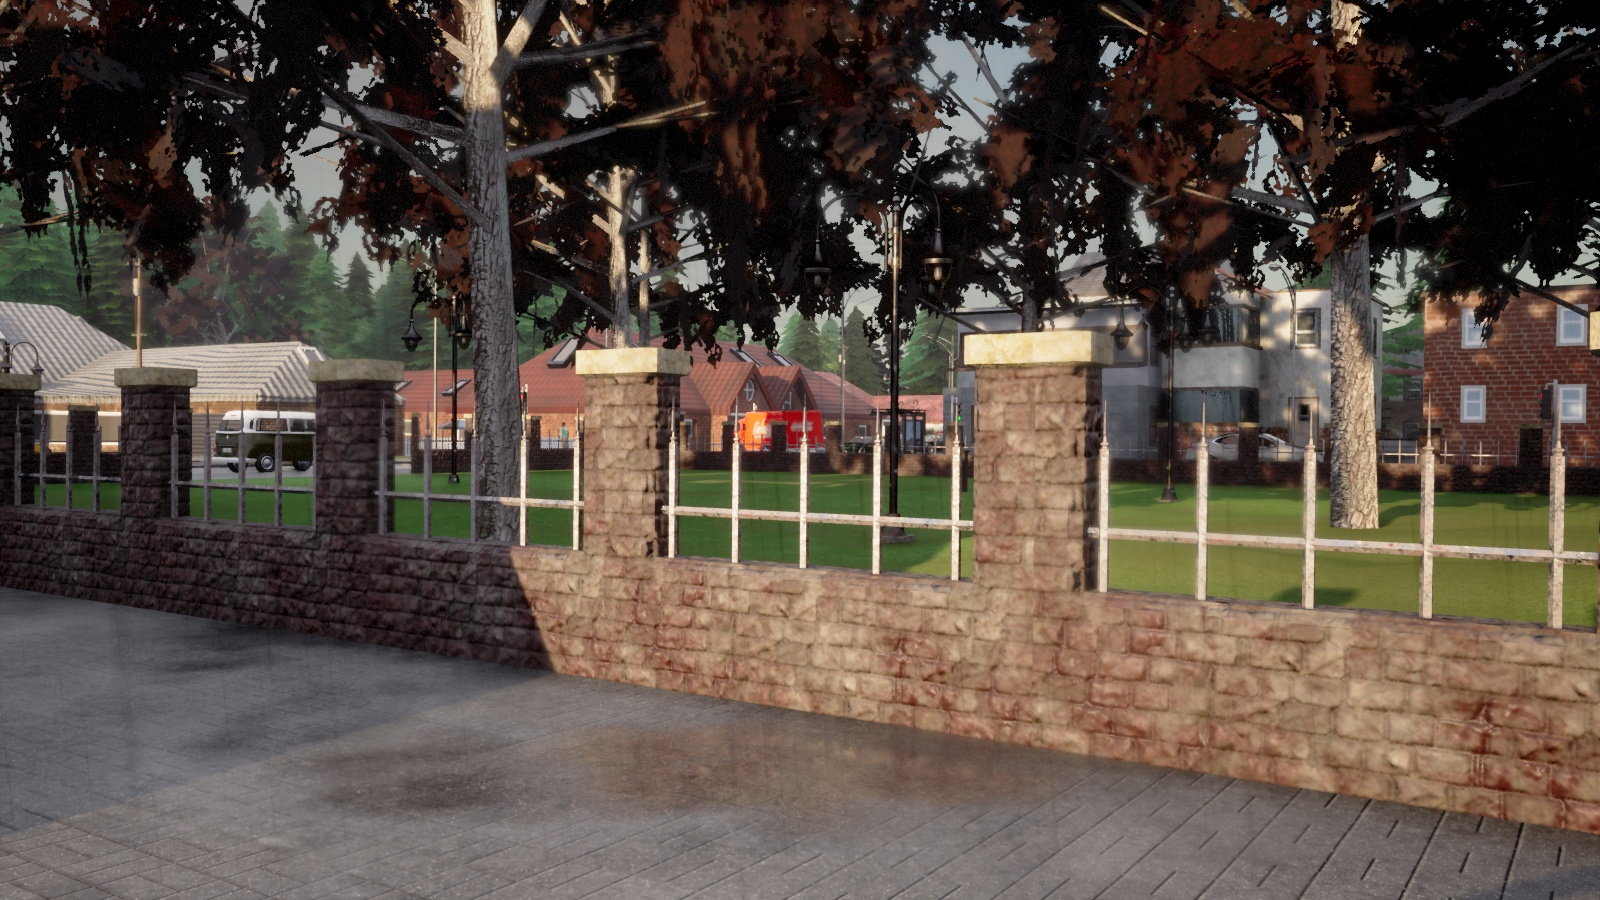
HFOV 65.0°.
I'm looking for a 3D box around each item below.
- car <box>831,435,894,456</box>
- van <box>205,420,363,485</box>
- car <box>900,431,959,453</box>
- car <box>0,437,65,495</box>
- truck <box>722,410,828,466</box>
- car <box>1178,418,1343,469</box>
[{"bbox_3d":[4.089,-0.313,81.110,1.895,1.301,4.718,0,1,34],"label":"car"},{"bbox_3d":[-17.129,0.038,41.871,2.069,2.038,4.480,0,1,32],"label":"van"},{"bbox_3d":[9.185,-0.564,88.792,2.163,1.488,4.792,0,1,34],"label":"car"},{"bbox_3d":[-22.672,0.457,33.476,1.882,1.535,5.008,0,1,32],"label":"car"},{"bbox_3d":[-1.258,-0.562,59.260,2.627,2.467,5.204,-3,1,-32],"label":"truck"},{"bbox_3d":[15.818,-0.223,43.176,5.027,1.651,2.152,0,1,31],"label":"car"}]
